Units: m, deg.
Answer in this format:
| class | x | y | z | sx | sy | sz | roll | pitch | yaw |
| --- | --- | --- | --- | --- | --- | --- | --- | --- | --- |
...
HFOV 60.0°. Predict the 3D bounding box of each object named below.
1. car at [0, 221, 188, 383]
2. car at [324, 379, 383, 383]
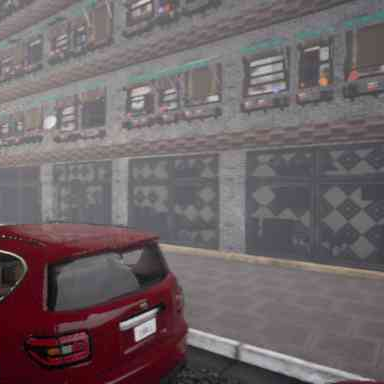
| class | x | y | z | sx | sy | sz | roll | pitch | yaw |
| --- | --- | --- | --- | --- | --- | --- | --- | --- | --- |
| car | -2.379 | 1.326 | 4.353 | 5.009 | 1.841 | 2.192 | 0 | 1 | 35 |
| car | 2.276 | 1.568 | 1.123 | 4.206 | 1.307 | 1.802 | 0 | 1 | 35 |
